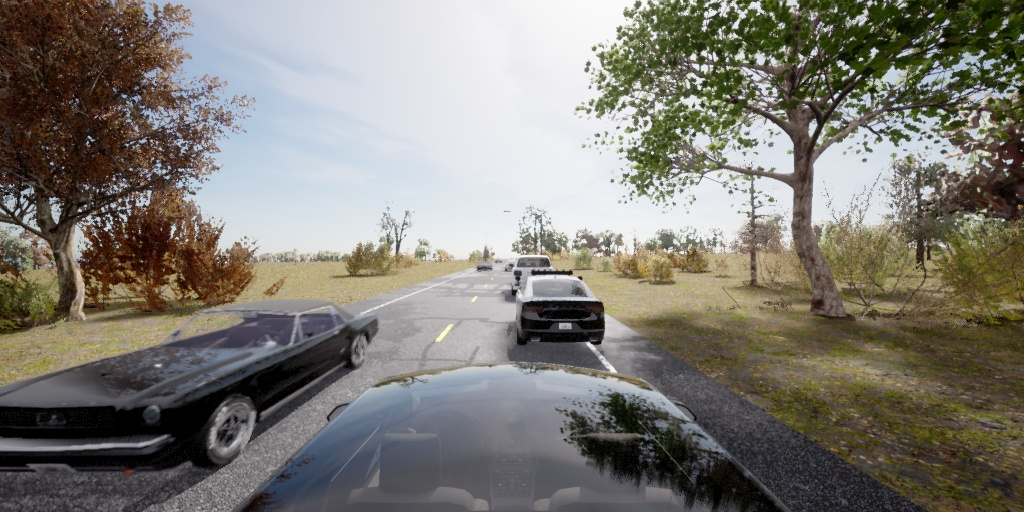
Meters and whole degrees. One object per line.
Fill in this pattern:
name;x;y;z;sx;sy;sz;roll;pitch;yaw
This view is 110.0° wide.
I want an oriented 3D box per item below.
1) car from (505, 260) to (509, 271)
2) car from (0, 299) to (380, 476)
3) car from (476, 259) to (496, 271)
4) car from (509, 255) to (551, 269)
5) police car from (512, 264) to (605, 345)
car;0.040;1.283;48.268;1.812;1.442;4.674;0;0;1
car;-3.599;1.352;5.005;1.895;1.301;4.718;0;0;0
car;-3.596;1.321;47.623;1.994;1.385;4.181;0;0;0
car;1.051;0.978;19.569;2.150;2.045;5.566;0;0;0
police car;1.051;1.177;9.648;1.930;1.638;5.238;0;0;0
